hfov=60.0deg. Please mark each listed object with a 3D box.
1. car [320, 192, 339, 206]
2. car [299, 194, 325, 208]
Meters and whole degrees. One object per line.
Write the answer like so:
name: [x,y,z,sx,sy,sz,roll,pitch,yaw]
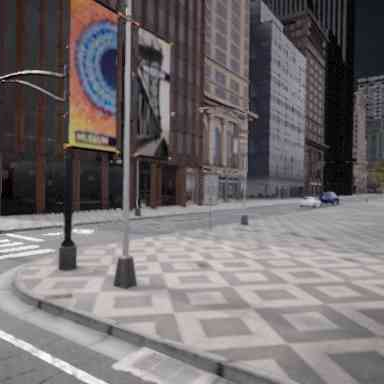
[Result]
car: [21.106,0.986,51.428,2.150,2.045,5.566,1,1,35]
car: [15.445,1.333,43.356,1.812,1.442,4.674,1,1,36]
